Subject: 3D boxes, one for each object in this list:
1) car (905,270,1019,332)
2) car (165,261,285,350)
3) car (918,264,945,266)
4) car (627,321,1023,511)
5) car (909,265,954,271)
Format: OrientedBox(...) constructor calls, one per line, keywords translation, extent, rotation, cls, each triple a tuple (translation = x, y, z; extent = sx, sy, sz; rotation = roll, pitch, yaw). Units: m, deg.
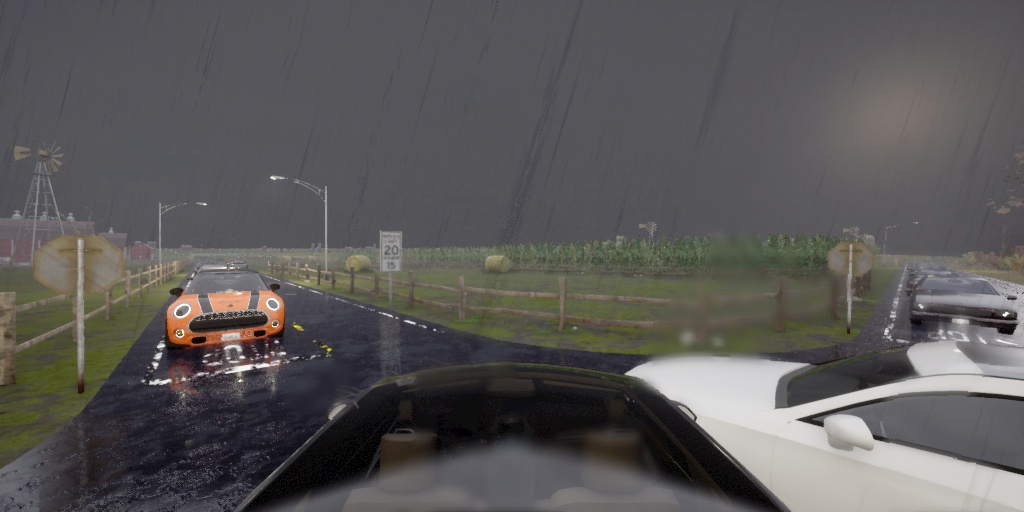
OrientedBox(translation=(13.675, 1.332, 11.086), extent=(5.357, 1.411, 2.033), rotation=(0, 1, -42), cls="car")
OrientedBox(translation=(-7.438, 1.136, 9.415), extent=(2.097, 1.767, 4.553), rotation=(0, 0, -39), cls="car")
OrientedBox(translation=(28.765, 1.302, 24.653), extent=(4.902, 1.511, 2.128), rotation=(0, 1, -42), cls="car")
OrientedBox(translation=(2.866, 1.293, 2.171), extent=(1.812, 1.442, 4.674), rotation=(0, 1, -43), cls="car")
OrientedBox(translation=(21.104, 1.359, 17.770), extent=(4.181, 1.385, 1.994), rotation=(0, 1, -42), cls="car")
